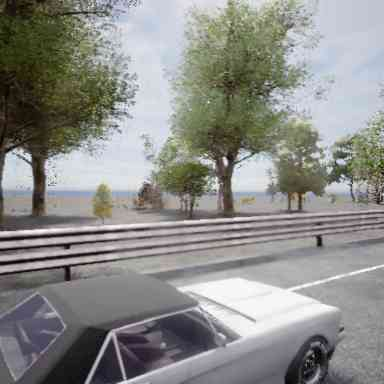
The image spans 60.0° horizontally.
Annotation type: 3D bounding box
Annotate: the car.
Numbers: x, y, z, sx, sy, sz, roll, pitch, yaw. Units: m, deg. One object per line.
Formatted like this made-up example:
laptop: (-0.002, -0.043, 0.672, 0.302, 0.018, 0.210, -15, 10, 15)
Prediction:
car: (-0.438, 1.590, 3.484, 4.718, 1.301, 1.895, 0, 0, -35)
